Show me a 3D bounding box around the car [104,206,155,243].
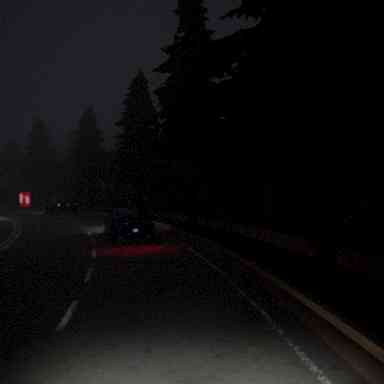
[{"bbox_3d":[-3.082,1.394,15.810,1.882,1.535,5.008,0,0,-19],"label":"car"}]

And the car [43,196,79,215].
[{"bbox_3d":[-12.744,1.212,32.166,2.097,1.767,4.553,-1,1,-40],"label":"car"}]
